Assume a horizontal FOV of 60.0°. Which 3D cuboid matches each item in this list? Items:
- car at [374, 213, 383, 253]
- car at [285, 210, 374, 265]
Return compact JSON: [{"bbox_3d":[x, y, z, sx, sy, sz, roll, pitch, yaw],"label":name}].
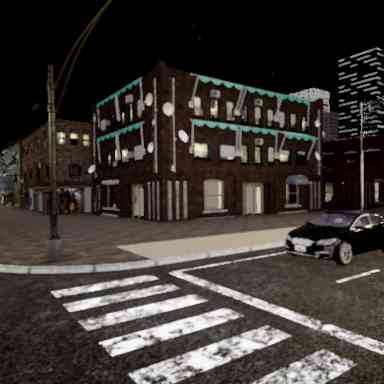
[{"bbox_3d":[7.494,1.140,9.030,5.566,2.045,2.150,0,0,-35],"label":"car"},{"bbox_3d":[5.242,1.413,11.416,4.902,1.511,2.128,-1,0,-36],"label":"car"}]
